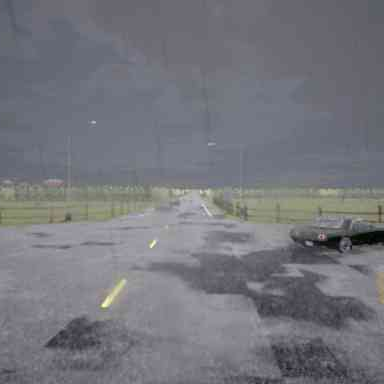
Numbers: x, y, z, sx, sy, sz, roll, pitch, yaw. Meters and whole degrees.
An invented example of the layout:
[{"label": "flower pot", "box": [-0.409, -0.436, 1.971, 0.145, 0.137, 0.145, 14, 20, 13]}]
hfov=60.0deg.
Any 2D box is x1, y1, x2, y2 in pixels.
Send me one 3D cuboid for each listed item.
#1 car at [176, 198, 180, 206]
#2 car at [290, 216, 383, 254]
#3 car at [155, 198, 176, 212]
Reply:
[{"label": "car", "box": [-3.174, 1.752, 60.812, 2.033, 1.411, 5.357, 0, 0, 1]}, {"label": "car", "box": [6.359, 1.647, 13.613, 4.718, 1.301, 1.895, 0, 0, -30]}, {"label": "car", "box": [-3.405, 1.717, 41.513, 1.994, 1.385, 4.181, 0, 0, 1]}]
